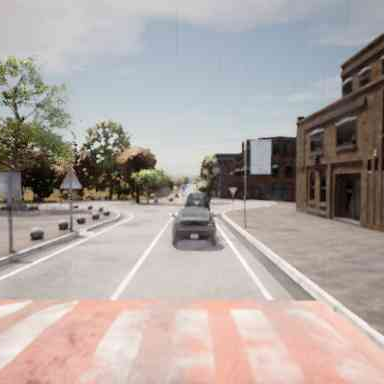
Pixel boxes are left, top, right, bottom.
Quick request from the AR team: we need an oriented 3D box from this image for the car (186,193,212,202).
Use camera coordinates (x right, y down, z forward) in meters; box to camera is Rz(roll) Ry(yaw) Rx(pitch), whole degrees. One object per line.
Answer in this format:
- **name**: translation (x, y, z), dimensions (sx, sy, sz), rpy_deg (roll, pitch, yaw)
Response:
- **car**: translation (0.642, 1.076, 31.474), dimensions (2.150, 2.045, 5.566), rpy_deg (0, 0, 5)

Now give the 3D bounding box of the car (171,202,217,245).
- **car**: translation (0.093, 1.439, 15.150), dimensions (1.837, 1.490, 4.892), rpy_deg (0, 0, 0)
